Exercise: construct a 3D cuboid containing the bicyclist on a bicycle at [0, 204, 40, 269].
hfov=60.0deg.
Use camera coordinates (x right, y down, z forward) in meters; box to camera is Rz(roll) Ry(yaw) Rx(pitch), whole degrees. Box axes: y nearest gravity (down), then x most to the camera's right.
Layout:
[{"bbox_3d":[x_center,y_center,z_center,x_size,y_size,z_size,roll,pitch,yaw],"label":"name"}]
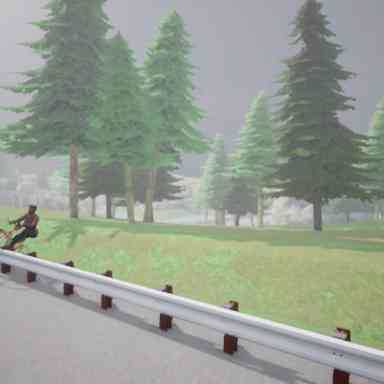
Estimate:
[{"bbox_3d":[-4.439,1.093,8.559,0.582,1.620,1.656,18,-26,16],"label":"bicyclist on a bicycle"}]
